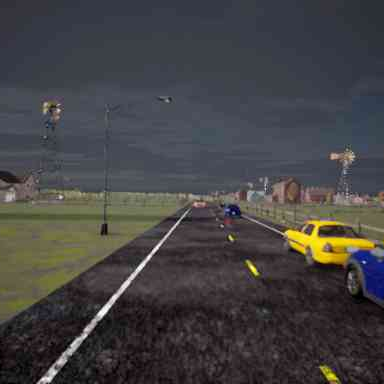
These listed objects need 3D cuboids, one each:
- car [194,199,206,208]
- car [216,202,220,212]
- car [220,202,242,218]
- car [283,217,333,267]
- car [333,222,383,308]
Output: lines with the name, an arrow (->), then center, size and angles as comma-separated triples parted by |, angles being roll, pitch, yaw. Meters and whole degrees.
car -> 1.501, 2.157, 62.980 | 2.097, 1.767, 4.553 | 1, -1, 1
car -> 4.692, 2.205, 50.766 | 2.128, 1.511, 4.902 | 1, -1, 1
car -> 4.404, 2.055, 36.841 | 1.812, 1.442, 4.674 | 1, -1, 2
car -> 4.778, 1.701, 12.311 | 1.801, 1.575, 5.366 | 1, -1, 1
car -> 4.623, 1.523, 6.096 | 2.097, 1.767, 4.553 | 1, -1, 1
